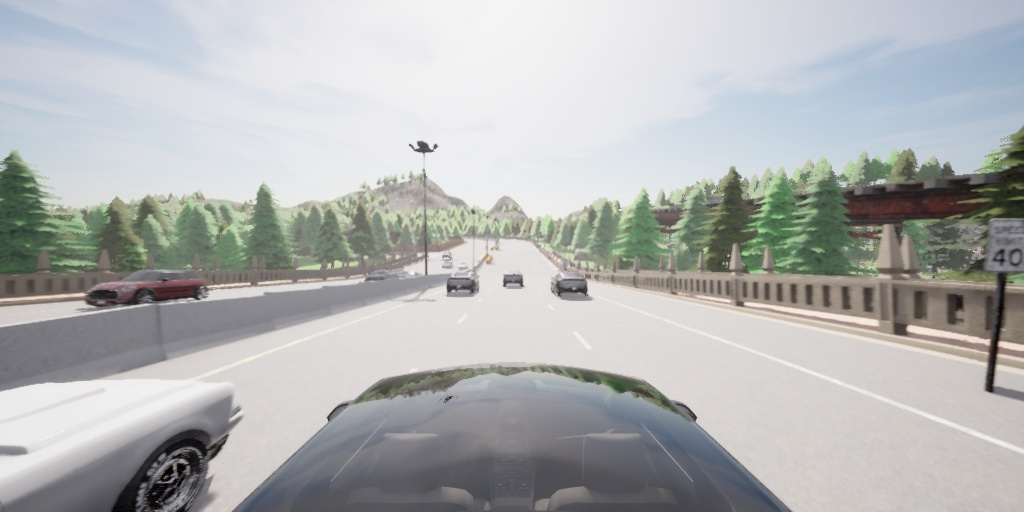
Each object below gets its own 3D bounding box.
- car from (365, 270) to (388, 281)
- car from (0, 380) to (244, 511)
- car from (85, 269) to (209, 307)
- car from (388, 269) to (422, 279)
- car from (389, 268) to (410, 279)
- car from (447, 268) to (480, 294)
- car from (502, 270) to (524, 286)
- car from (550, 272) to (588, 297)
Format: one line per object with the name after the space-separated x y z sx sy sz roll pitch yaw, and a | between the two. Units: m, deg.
-14.075 2.241 38.547 1.837 1.490 4.892 0 -2 0 | car
-3.399 1.348 1.130 1.895 1.301 4.718 0 0 0 | car
-17.593 1.464 17.613 2.097 1.767 4.553 0 -2 0 | car
-10.579 2.173 36.775 2.128 1.511 4.902 0 -2 0 | car
-17.536 2.708 56.267 1.812 1.442 4.674 0 0 1 | car
-3.394 1.835 25.435 2.128 1.511 4.902 0 -2 0 | car
0.109 2.110 34.689 2.128 1.511 4.902 0 -2 0 | car
3.606 1.767 23.151 2.128 1.511 4.902 0 -2 0 | car
